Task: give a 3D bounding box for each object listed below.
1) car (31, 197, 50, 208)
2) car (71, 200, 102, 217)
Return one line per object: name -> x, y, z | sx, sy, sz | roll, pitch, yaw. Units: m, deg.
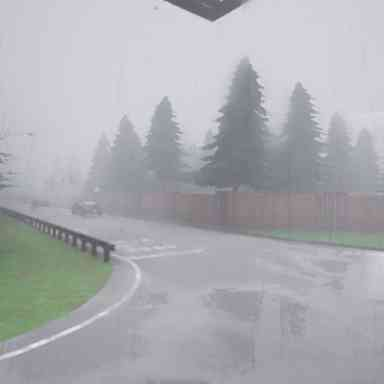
car -> -22.274, 1.514, 48.846 | 1.812, 1.442, 4.674 | 1, 0, -35
car -> -9.856, 1.495, 31.006 | 1.812, 1.442, 4.674 | 1, -1, -35
